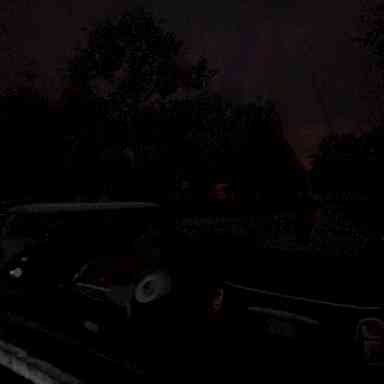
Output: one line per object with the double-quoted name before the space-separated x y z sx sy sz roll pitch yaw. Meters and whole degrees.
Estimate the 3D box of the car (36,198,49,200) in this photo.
"car" -11.273 1.532 30.417 2.002 1.452 4.674 0 0 35

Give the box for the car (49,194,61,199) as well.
"car" -8.910 1.238 28.722 2.435 2.045 5.566 0 0 35

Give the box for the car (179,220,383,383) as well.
"car" 2.087 1.351 4.990 2.185 1.767 4.553 0 0 35

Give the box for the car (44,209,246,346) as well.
"car" -0.170 1.352 6.654 2.185 1.767 4.553 0 0 35

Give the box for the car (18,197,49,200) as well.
"car" -13.451 1.497 31.946 2.097 1.535 5.008 0 0 35

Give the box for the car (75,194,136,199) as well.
"car" -6.733 1.236 27.191 2.435 2.045 5.566 0 0 35

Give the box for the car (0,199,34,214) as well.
"car" -20.297 1.552 36.734 2.163 1.488 4.792 0 0 35

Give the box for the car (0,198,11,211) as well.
"car" -24.944 1.539 39.812 1.946 1.575 5.366 0 0 35

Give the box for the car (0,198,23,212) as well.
"car" -22.561 1.532 38.356 2.097 1.535 5.008 0 0 35

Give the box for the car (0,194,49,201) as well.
"car" -15.743 1.252 33.531 2.435 2.045 5.566 0 0 35

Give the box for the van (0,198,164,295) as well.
"van" -2.547 1.253 8.146 1.878 1.987 4.442 0 0 35
